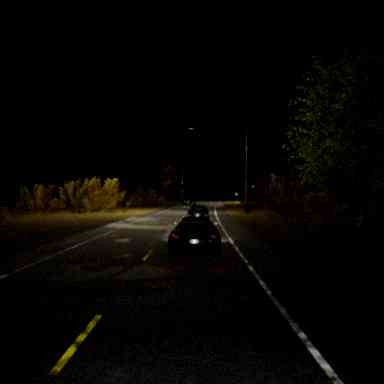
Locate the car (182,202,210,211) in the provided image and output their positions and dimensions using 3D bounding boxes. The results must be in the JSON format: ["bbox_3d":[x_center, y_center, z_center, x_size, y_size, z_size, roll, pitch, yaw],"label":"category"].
[{"bbox_3d":[0.514,1.799,27.350,2.033,1.411,5.357,0,0,2],"label":"car"}]

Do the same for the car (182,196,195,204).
[{"bbox_3d":[-0.587,1.774,65.519,2.150,2.045,5.566,0,0,6],"label":"car"}]

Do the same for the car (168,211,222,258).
[{"bbox_3d":[0.140,1.692,13.465,1.994,1.385,4.181,0,0,2],"label":"car"}]
